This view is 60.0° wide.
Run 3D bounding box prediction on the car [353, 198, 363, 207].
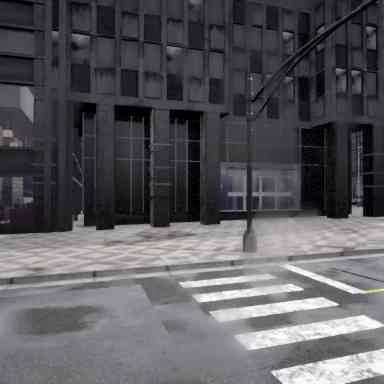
[{"bbox_3d":[22.066,1.274,39.618,1.895,1.301,4.718,0,-1,-16],"label":"car"}]
